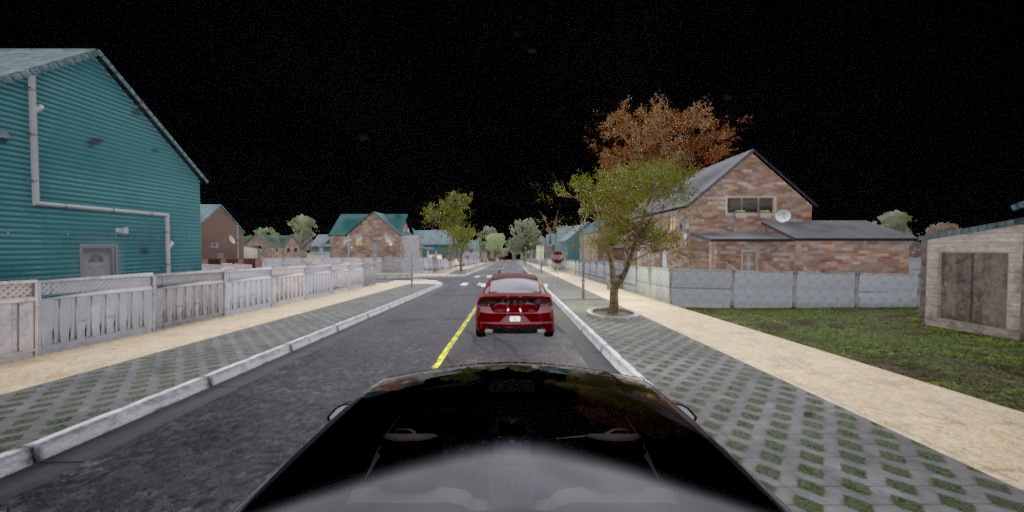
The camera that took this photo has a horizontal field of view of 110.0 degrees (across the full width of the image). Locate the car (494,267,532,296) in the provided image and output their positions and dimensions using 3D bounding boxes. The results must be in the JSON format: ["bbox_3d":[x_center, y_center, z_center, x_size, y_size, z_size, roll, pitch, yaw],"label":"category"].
[{"bbox_3d":[-0.071,1.343,20.189,1.895,1.301,4.718,0,0,-3],"label":"car"}]

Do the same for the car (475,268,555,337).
[{"bbox_3d":[0.071,1.223,10.309,1.882,1.535,5.008,0,0,0],"label":"car"}]
